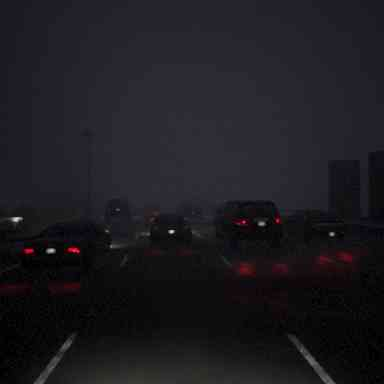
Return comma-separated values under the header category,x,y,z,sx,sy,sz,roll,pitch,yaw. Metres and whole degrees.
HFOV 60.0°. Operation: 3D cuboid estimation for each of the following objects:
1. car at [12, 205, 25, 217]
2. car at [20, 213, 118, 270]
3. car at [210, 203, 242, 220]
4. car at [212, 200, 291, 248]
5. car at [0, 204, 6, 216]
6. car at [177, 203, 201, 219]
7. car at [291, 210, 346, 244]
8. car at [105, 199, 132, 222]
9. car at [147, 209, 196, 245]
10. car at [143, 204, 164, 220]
category,x,y,z,sx,sy,sz,roll,pitch,yaw
car,-19.673,2.188,39.214,1.994,1.385,4.181,0,-1,-14
car,-4.137,1.724,11.763,2.033,1.411,5.357,0,-1,-5
car,3.349,1.902,33.498,1.837,1.490,4.892,0,-1,-11
car,2.509,1.404,15.921,2.150,2.045,5.566,0,-1,-6
car,-23.061,2.114,38.409,1.882,1.535,5.008,0,-1,-15
car,-0.382,1.910,34.305,1.882,1.535,5.008,0,-1,-11
car,5.889,1.666,16.999,2.128,1.511,4.902,0,-1,-6
car,-6.819,1.654,30.912,2.150,2.045,5.566,0,-1,-11
car,-1.151,1.785,16.974,1.994,1.385,4.181,0,-1,-6
car,-3.860,1.928,33.841,1.882,1.535,5.008,0,-1,-12
